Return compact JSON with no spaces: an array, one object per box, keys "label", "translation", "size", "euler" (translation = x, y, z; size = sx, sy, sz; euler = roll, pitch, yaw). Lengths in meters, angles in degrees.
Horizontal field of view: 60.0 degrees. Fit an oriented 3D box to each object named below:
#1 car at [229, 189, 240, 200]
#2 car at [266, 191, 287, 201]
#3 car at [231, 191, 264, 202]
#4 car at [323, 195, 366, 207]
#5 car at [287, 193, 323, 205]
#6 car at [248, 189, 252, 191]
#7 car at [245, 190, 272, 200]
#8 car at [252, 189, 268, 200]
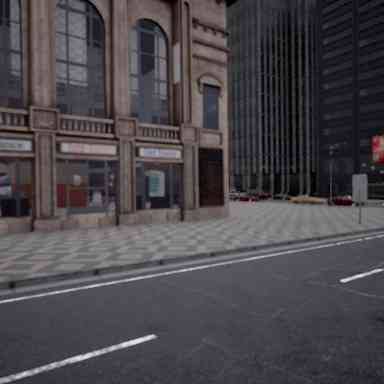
[{"label":"car","translation":[5.857,0.690,59.240],"size":[2.192,1.841,5.009],"euler":[-1,1,-36]},{"label":"car","translation":[16.064,0.826,59.645],"size":[1.947,1.339,4.313],"euler":[-1,1,-36]},{"label":"car","translation":[9.139,0.970,54.674],"size":[1.887,1.381,4.507],"euler":[-1,1,-36]},{"label":"car","translation":[18.983,1.111,40.969],"size":[1.887,1.381,4.507],"euler":[-1,1,-36]},{"label":"car","translation":[15.800,1.048,45.399],"size":[1.752,1.417,4.829],"euler":[-1,1,-36]},{"label":"car","translation":[7.802,0.537,61.322],"size":[2.150,2.045,5.566],"euler":[-1,1,-35]},{"label":"car","translation":[12.782,0.525,64.210],"size":[2.192,1.841,5.009],"euler":[-1,1,-36]},{"label":"car","translation":[11.336,0.491,61.633],"size":[2.150,2.045,5.566],"euler":[-1,1,-36]}]
